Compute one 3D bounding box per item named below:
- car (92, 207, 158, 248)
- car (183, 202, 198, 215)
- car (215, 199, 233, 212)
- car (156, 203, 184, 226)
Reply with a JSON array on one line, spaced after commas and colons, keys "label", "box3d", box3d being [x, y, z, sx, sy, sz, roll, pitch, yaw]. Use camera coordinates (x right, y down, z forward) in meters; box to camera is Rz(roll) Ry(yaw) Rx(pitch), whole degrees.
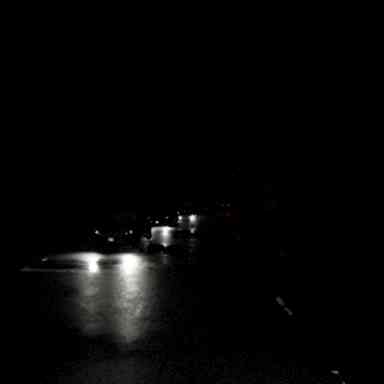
[{"label": "car", "box3d": [-3.030, 1.618, 15.398, 1.812, 1.442, 4.674, 0, -1, 4]}, {"label": "car", "box3d": [-0.431, 1.871, 39.022, 1.812, 1.442, 4.674, 0, 0, 9]}, {"label": "car", "box3d": [4.505, 1.821, 46.208, 2.097, 1.767, 4.553, 0, -1, 11]}, {"label": "car", "box3d": [-2.161, 1.747, 25.939, 2.033, 1.411, 5.357, 0, -1, 6]}]
